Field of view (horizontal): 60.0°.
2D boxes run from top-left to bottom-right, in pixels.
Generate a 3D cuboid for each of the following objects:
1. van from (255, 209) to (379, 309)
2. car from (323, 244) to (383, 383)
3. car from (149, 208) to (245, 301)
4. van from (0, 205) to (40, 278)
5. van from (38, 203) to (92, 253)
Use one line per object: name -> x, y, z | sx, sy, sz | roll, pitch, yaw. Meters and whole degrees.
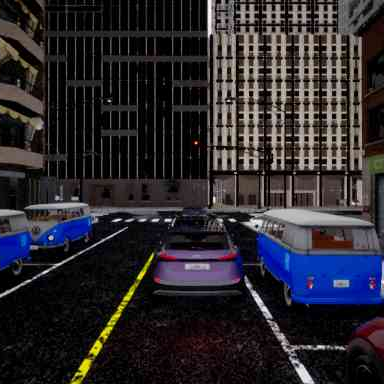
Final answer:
van -> 2.573, 1.343, 7.580 | 1.690, 1.788, 3.998 | 0, 0, 0
car -> 2.570, 1.440, 1.890 | 1.967, 1.590, 4.097 | 0, 0, 0
car -> 0.103, 1.432, 8.337 | 2.033, 1.649, 4.856 | 0, 0, 0
van -> -5.308, 1.343, 7.578 | 1.690, 1.788, 3.998 | 0, 0, 0
van -> -5.305, 1.345, 13.268 | 1.690, 1.788, 3.998 | 0, 0, 0
